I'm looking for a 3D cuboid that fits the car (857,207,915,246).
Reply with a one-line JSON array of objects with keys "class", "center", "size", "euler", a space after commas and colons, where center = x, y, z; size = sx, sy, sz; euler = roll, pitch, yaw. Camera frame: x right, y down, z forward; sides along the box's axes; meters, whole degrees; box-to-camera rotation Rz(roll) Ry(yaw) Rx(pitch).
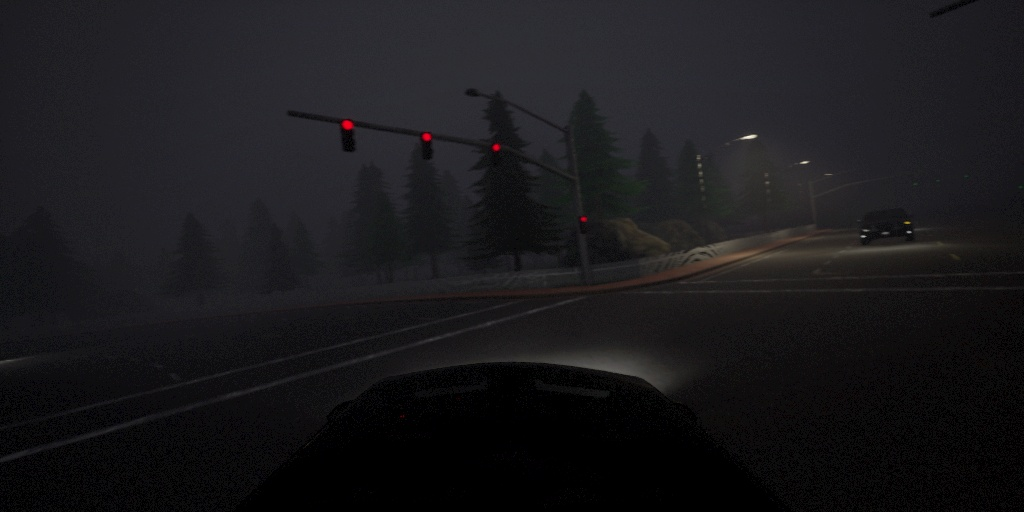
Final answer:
[{"class": "car", "center": [23.028, -1.884, 22.080], "size": [5.566, 2.045, 2.150], "euler": [-7, 0, -42]}]
